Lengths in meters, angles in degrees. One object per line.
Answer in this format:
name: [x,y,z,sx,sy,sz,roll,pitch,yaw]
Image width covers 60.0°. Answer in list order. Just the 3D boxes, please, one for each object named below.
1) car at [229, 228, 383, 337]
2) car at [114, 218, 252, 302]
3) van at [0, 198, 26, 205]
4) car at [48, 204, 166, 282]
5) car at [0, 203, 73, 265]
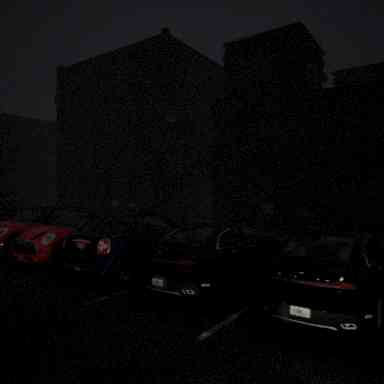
car: [2.974,1.481,6.825,2.231,1.521,4.892,0,0,35]
car: [0.728,1.483,8.426,2.231,1.521,4.892,0,0,35]
van: [-10.561,1.277,16.339,1.878,1.987,4.442,0,0,35]
car: [-1.531,1.358,10.006,2.185,1.767,4.553,0,0,35]
car: [-3.740,1.362,11.658,2.185,1.767,4.553,0,0,35]
